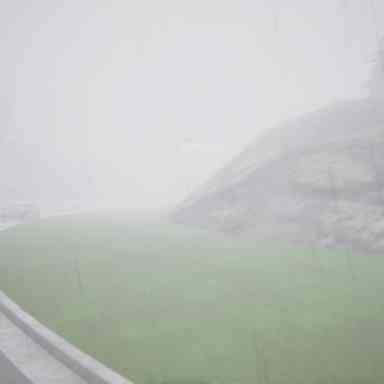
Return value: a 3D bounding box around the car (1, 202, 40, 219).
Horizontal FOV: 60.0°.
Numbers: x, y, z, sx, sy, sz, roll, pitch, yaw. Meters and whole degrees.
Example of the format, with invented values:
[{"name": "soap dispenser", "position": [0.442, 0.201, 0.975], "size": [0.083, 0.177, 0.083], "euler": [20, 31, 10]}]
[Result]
[{"name": "car", "position": [-15.552, 1.680, 30.353], "size": [1.812, 1.442, 4.674], "euler": [0, 0, -3]}]
